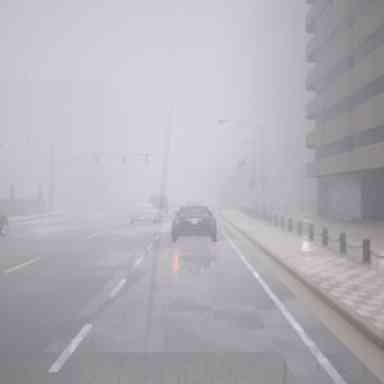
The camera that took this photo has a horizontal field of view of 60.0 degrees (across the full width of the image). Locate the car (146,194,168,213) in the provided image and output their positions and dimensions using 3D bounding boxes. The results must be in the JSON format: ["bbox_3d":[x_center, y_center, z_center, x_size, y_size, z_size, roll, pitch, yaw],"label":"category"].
[{"bbox_3d":[-3.919,1.273,37.559,2.150,2.045,5.566,0,1,-8],"label":"car"}]

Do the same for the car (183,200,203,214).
[{"bbox_3d":[0.116,1.618,36.575,1.994,1.385,4.181,0,0,0],"label":"car"}]

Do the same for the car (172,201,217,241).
[{"bbox_3d":[0.111,1.383,17.042,2.097,1.767,4.553,0,0,0],"label":"car"}]

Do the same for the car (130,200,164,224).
[{"bbox_3d":[-3.415,1.571,24.956,1.812,1.442,4.674,0,0,0],"label":"car"}]

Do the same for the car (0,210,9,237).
[{"bbox_3d":[-10.490,1.380,15.286,2.097,1.767,4.553,0,0,0],"label":"car"}]
